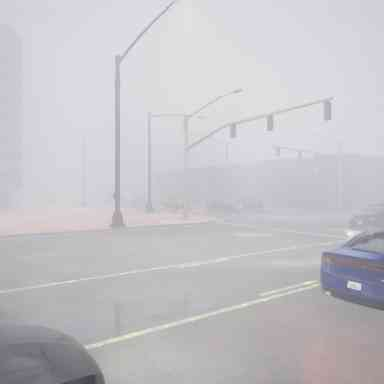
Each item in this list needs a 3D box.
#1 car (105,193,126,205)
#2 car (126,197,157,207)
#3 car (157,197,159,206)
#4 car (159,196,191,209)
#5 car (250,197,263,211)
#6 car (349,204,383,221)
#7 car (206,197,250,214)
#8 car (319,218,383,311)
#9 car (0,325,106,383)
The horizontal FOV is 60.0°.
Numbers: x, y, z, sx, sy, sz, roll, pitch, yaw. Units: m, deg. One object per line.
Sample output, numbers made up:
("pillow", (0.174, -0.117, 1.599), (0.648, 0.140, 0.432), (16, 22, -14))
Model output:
("car", (-14.033, 1.221, 61.100), (2.150, 2.045, 5.566), (0, 0, -37))
("car", (-8.021, 1.491, 52.593), (2.128, 1.511, 4.902), (0, 0, -35))
("car", (-5.567, 1.525, 55.505), (1.812, 1.442, 4.674), (0, 0, -35))
("car", (-2.035, 1.352, 44.192), (2.097, 1.767, 4.553), (0, 0, -35))
("car", (6.126, 1.352, 39.025), (2.097, 1.767, 4.553), (0, 0, -35))
("car", (11.778, 1.526, 20.918), (4.674, 1.442, 1.812), (0, 0, -35))
("car", (3.561, 1.491, 36.352), (2.128, 1.511, 4.902), (0, 0, -36))
("car", (4.851, 1.478, 7.208), (5.008, 1.535, 1.882), (0, 0, -35))
("car", (-2.881, 1.505, 1.699), (4.892, 1.490, 1.837), (0, 0, -35))
